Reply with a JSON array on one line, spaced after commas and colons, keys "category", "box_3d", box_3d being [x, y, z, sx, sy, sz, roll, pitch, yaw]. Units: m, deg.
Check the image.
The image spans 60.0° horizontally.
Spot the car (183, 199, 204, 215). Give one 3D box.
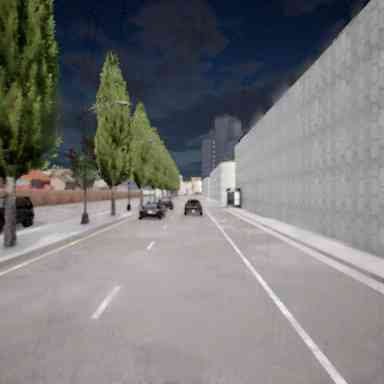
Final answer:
[{"category": "car", "box_3d": [0.133, 1.548, 33.993, 1.837, 1.490, 4.892, 0, 0, 0]}]

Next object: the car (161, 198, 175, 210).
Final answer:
[{"category": "car", "box_3d": [-3.397, 1.561, 43.921, 1.837, 1.490, 4.892, 0, 0, 0]}]

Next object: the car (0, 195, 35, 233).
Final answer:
[{"category": "car", "box_3d": [-11.482, 1.228, 19.841, 2.150, 2.045, 5.566, 0, 0, 0]}]

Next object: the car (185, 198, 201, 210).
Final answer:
[{"category": "car", "box_3d": [0.144, 1.604, 45.158, 2.033, 1.411, 5.357, 0, 0, 0]}]

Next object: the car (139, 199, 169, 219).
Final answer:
[{"category": "car", "box_3d": [-3.411, 1.600, 29.198, 1.994, 1.385, 4.181, 0, 0, 1]}]
